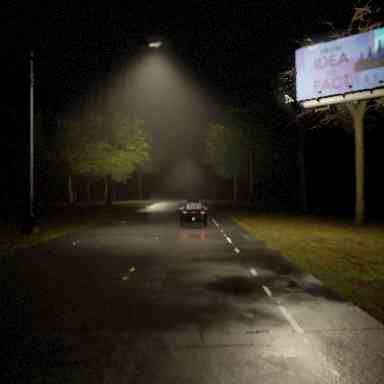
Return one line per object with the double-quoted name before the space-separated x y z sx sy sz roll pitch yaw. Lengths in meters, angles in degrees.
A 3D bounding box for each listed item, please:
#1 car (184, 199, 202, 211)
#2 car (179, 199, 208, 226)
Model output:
"car" 0.115 1.593 42.081 2.033 1.411 5.357 0 0 0
"car" 0.110 1.546 23.849 2.128 1.511 4.902 0 0 0
